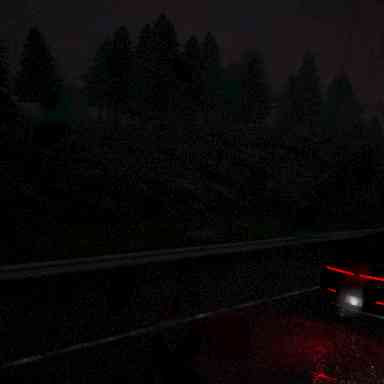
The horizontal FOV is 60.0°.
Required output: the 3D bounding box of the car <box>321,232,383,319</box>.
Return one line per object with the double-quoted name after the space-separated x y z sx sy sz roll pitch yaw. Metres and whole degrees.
4.696 1.580 6.871 4.892 1.490 1.837 1 0 -34 "car"
